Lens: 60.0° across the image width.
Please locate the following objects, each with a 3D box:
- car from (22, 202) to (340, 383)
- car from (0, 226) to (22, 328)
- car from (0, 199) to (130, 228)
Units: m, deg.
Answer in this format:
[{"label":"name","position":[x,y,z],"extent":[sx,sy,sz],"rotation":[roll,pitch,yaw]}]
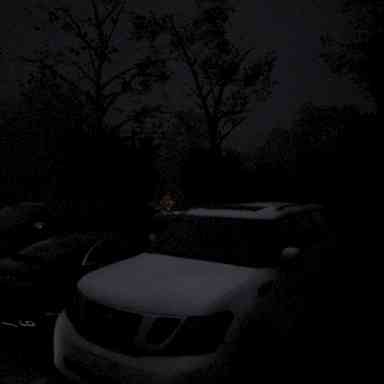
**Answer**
[{"label":"car","position":[0.742,1.217,5.265],"extent":[2.435,2.045,5.566],"rotation":[0,0,35]},{"label":"car","position":[-1.526,1.466,6.896],"extent":[2.231,1.521,4.892],"rotation":[0,0,35]},{"label":"car","position":[-3.718,1.215,8.419],"extent":[2.435,2.045,5.566],"rotation":[0,0,35]}]
